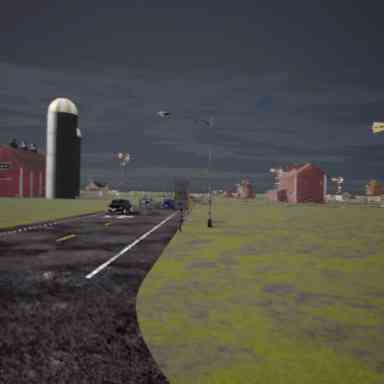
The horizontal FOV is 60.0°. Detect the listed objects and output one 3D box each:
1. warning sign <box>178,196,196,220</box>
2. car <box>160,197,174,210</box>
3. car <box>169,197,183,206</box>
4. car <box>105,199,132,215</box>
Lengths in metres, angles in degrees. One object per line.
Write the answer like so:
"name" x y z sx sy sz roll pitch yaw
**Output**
"warning sign" -0.391 1.233 26.112 1.300 1.860 1.060 2 0 2
"car" -3.245 1.631 45.802 1.812 1.442 4.674 1 0 3
"car" -2.812 1.660 58.897 2.128 1.511 4.902 1 0 1
"car" -7.312 1.465 33.591 1.837 1.490 4.892 1 0 2
